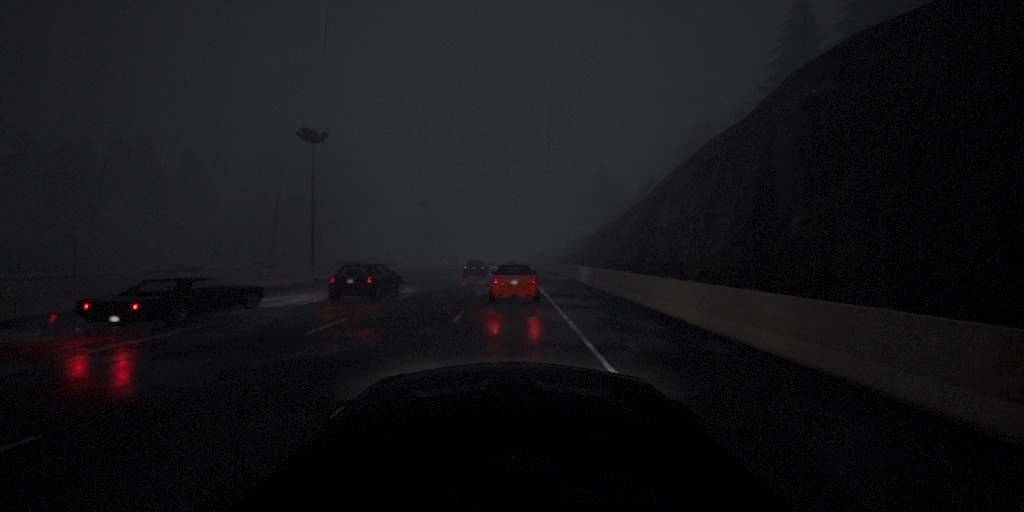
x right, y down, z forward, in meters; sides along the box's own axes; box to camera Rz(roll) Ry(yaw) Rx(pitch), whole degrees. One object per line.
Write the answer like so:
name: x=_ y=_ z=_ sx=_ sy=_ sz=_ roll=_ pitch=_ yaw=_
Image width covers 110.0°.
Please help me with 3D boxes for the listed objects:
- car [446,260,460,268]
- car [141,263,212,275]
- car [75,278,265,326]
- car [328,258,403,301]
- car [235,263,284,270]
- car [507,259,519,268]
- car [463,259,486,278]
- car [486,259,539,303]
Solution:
car: x=-10.336 y=1.357 z=63.269 sx=1.895 sy=1.301 sz=4.718 roll=0 pitch=0 yaw=0
car: x=-28.066 y=1.351 z=30.173 sx=1.895 sy=1.301 sz=4.718 roll=0 pitch=0 yaw=0
car: x=-10.389 y=1.351 z=11.588 sx=1.895 sy=1.301 sz=4.718 roll=0 pitch=0 yaw=0
car: x=-6.901 y=1.103 z=17.423 sx=2.097 sy=1.767 sz=4.553 roll=0 pitch=0 yaw=0
car: x=-24.554 y=1.352 z=35.075 sx=1.895 sy=1.301 sz=4.718 roll=0 pitch=0 yaw=0
car: x=0.163 y=1.249 z=64.017 sx=2.128 sy=1.511 sz=4.902 roll=0 pitch=0 yaw=0
car: x=-3.376 y=1.105 z=34.231 sx=2.097 sy=1.767 sz=4.553 roll=0 pitch=0 yaw=0
car: x=0.101 y=1.104 z=16.906 sx=2.097 sy=1.767 sz=4.553 roll=0 pitch=0 yaw=0
